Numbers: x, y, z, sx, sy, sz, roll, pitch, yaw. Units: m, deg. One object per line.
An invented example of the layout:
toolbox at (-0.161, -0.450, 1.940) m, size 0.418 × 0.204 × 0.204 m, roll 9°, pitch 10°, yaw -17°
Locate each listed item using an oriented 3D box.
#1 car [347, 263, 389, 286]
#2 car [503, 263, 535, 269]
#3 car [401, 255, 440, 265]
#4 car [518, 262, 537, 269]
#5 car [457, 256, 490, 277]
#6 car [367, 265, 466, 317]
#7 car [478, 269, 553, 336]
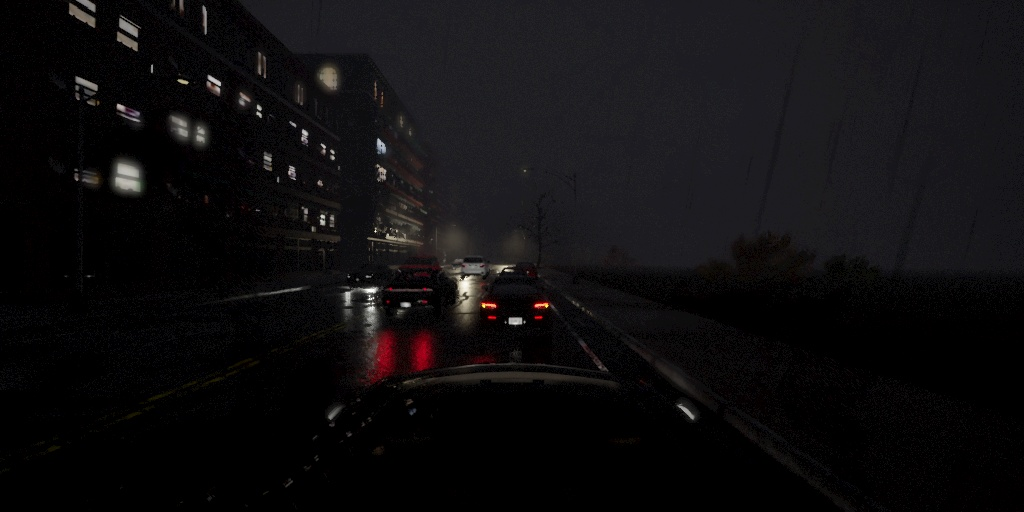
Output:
car at (-9.903, 1.254, 25.398) m, size 1.837 × 1.490 × 4.892 m, roll 0°, pitch 0°, yaw 0°
car at (0.060, 1.314, 20.417) m, size 1.994 × 1.385 × 4.181 m, roll 0°, pitch 0°, yaw 0°
car at (-6.653, 0.971, 26.162) m, size 2.150 × 2.045 × 5.566 m, roll 0°, pitch 0°, yaw 0°
car at (1.075, 1.227, 29.945) m, size 1.882 × 1.535 × 5.008 m, roll 0°, pitch 0°, yaw 0°
car at (-3.215, 0.972, 32.093) m, size 2.150 × 2.045 × 5.566 m, roll 0°, pitch 0°, yaw 0°
car at (-3.177, 1.241, 13.140) m, size 2.128 × 1.511 × 4.902 m, roll 0°, pitch 0°, yaw 0°
car at (0.073, 1.276, 10.250) m, size 1.812 × 1.442 × 4.674 m, roll 0°, pitch 0°, yaw 0°
